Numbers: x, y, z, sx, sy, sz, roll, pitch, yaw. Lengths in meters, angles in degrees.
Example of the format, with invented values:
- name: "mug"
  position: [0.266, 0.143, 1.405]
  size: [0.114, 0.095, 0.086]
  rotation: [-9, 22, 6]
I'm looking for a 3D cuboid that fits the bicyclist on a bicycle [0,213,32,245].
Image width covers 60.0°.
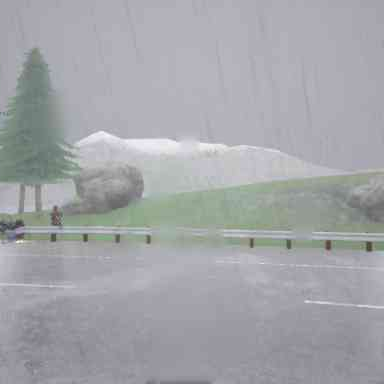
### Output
- name: "bicyclist on a bicycle"
  position: [-7.835, 1.729, 14.675]
  size: [0.582, 1.656, 1.620]
  rotation: [0, 0, 32]

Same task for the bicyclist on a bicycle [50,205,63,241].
- name: "bicyclist on a bicycle"
  position: [-6.273, 1.363, 15.401]
  size: [0.582, 1.656, 1.620]
  rotation: [5, 42, -36]
